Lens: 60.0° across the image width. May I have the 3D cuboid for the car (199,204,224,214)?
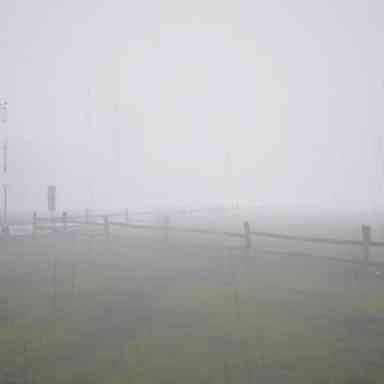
[{"bbox_3d":[2.850,2.356,46.550,1.812,1.442,4.674,-1,-2,36],"label":"car"}]
